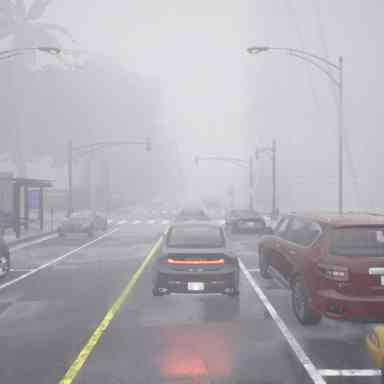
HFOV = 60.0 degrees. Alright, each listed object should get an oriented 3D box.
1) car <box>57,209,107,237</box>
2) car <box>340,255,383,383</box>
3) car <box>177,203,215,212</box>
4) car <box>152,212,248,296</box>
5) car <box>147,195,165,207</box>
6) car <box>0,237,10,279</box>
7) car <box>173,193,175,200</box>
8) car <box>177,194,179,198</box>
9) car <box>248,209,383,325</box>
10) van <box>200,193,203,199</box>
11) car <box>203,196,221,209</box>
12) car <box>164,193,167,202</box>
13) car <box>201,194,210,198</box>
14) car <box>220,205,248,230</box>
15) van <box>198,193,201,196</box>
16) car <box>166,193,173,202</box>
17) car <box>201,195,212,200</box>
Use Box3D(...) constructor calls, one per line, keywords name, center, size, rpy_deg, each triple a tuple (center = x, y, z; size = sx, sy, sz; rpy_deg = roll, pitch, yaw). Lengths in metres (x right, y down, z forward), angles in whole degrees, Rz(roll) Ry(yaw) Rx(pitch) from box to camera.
Box3D(name="car", center=(-5.736, 1.577, 17.897), size=(1.802, 1.307, 4.206), rpy_deg=(0, 0, 0))
Box3D(name="car", center=(2.763, 1.525, 1.760), size=(1.752, 1.417, 4.829), rpy_deg=(0, 0, 0))
Box3D(name="car", center=(0.032, 1.558, 18.627), size=(1.994, 1.385, 4.181), rpy_deg=(0, 0, 0))
Box3D(name="car", center=(0.090, 1.503, 8.598), size=(1.837, 1.490, 4.892), rpy_deg=(0, 0, 0))
Box3D(name="car", center=(-5.684, 1.524, 49.756), size=(2.008, 1.369, 4.403), rpy_deg=(0, 0, 0))
Box3D(name="car", center=(-5.754, 1.439, 7.045), size=(1.967, 1.590, 4.097), rpy_deg=(0, 0, 0))
Box3D(name="car", center=(-5.641, 1.257, 76.858), size=(2.192, 1.841, 5.009), rpy_deg=(0, 0, 0))
Box3D(name="car", center=(-5.615, 1.231, 93.119), size=(2.192, 1.841, 5.009), rpy_deg=(0, 0, 0))
Box3D(name="car", center=(2.771, 1.314, 7.015), size=(2.192, 1.841, 5.009), rpy_deg=(0, 0, 0))
Box3D(name="van", center=(2.858, 1.304, 60.564), size=(1.690, 1.788, 3.998), rpy_deg=(0, 0, 0))
Box3D(name="car", center=(2.832, 1.544, 44.303), size=(1.947, 1.339, 4.313), rpy_deg=(0, 0, 0))
Box3D(name="car", center=(-5.676, 1.409, 55.176), size=(1.967, 1.590, 4.097), rpy_deg=(0, 0, 0))
Box3D(name="car", center=(2.850, 1.494, 55.313), size=(1.752, 1.417, 4.829), rpy_deg=(0, 0, 0))
Box3D(name="car", center=(2.789, 1.561, 17.866), size=(1.947, 1.339, 4.313), rpy_deg=(0, 0, 0))
Box3D(name="van", center=(2.893, 1.275, 82.245), size=(1.690, 1.788, 3.998), rpy_deg=(0, 0, 0))
Box3D(name="car", center=(-5.649, 1.390, 71.438), size=(1.967, 1.590, 4.097), rpy_deg=(0, 0, 0))
Box3D(name="car", center=(2.841, 1.539, 49.723), size=(1.947, 1.339, 4.313), rpy_deg=(0, 0, 0))
